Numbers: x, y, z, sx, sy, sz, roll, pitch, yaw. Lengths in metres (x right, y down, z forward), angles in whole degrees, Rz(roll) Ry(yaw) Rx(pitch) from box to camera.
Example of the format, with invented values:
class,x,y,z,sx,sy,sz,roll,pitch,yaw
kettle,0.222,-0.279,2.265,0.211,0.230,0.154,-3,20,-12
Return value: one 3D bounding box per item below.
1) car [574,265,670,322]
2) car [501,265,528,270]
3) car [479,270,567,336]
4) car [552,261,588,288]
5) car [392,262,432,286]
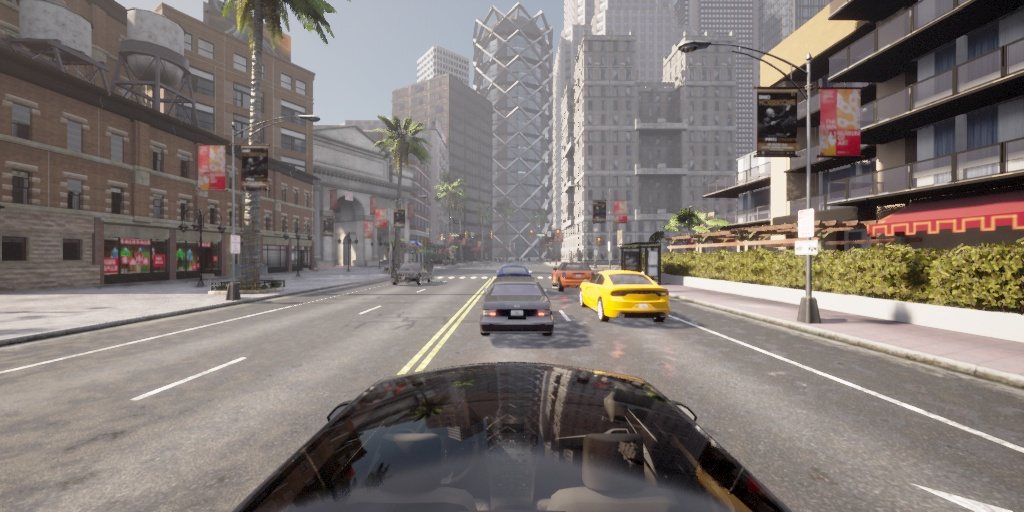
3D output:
class,x,y,z,sx,sy,sz,roll,pitch,yaw
car,3.614,1.228,12.358,1.882,1.535,5.008,0,0,0
car,0.116,1.228,20.173,1.882,1.535,5.008,0,0,0
car,0.108,1.297,10.386,2.033,1.411,5.357,0,0,0
car,3.617,1.102,21.572,2.097,1.767,4.553,0,0,0
car,-6.981,1.168,25.417,1.837,1.490,4.892,0,0,0
